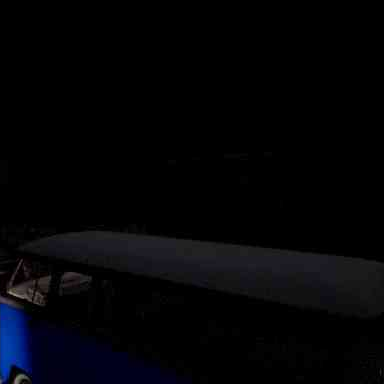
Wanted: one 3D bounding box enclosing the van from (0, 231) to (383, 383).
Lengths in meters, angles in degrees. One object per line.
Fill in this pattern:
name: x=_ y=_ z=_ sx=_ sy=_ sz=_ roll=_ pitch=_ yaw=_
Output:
van: x=-0.212 y=1.341 z=3.015 sx=3.998 sy=1.788 sz=1.690 roll=0 pitch=-1 yaw=36
